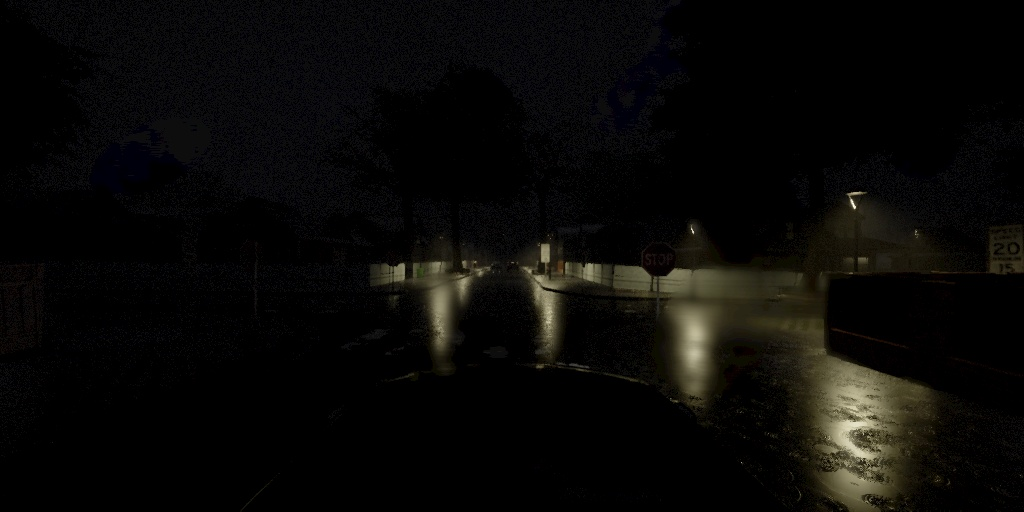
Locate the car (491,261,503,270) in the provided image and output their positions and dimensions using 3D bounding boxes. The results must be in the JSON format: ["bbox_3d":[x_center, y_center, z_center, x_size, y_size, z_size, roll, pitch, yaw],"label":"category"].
[{"bbox_3d":[-2.608,1.629,62.404,2.128,1.511,4.902,0,-1,0],"label":"car"}]

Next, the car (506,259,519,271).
[{"bbox_3d":[0.130,1.560,56.563,2.128,1.511,4.902,0,-1,0],"label":"car"}]
